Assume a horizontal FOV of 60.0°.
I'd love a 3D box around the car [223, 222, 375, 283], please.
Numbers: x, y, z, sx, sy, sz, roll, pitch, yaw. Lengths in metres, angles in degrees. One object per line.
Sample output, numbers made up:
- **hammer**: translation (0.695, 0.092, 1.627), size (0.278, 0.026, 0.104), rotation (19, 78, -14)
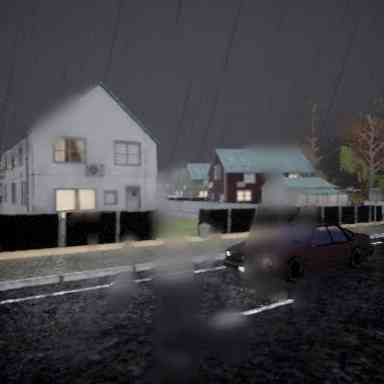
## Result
- **car**: translation (3.477, 1.643, 10.158), size (5.357, 1.411, 2.033), rotation (1, 0, -35)
